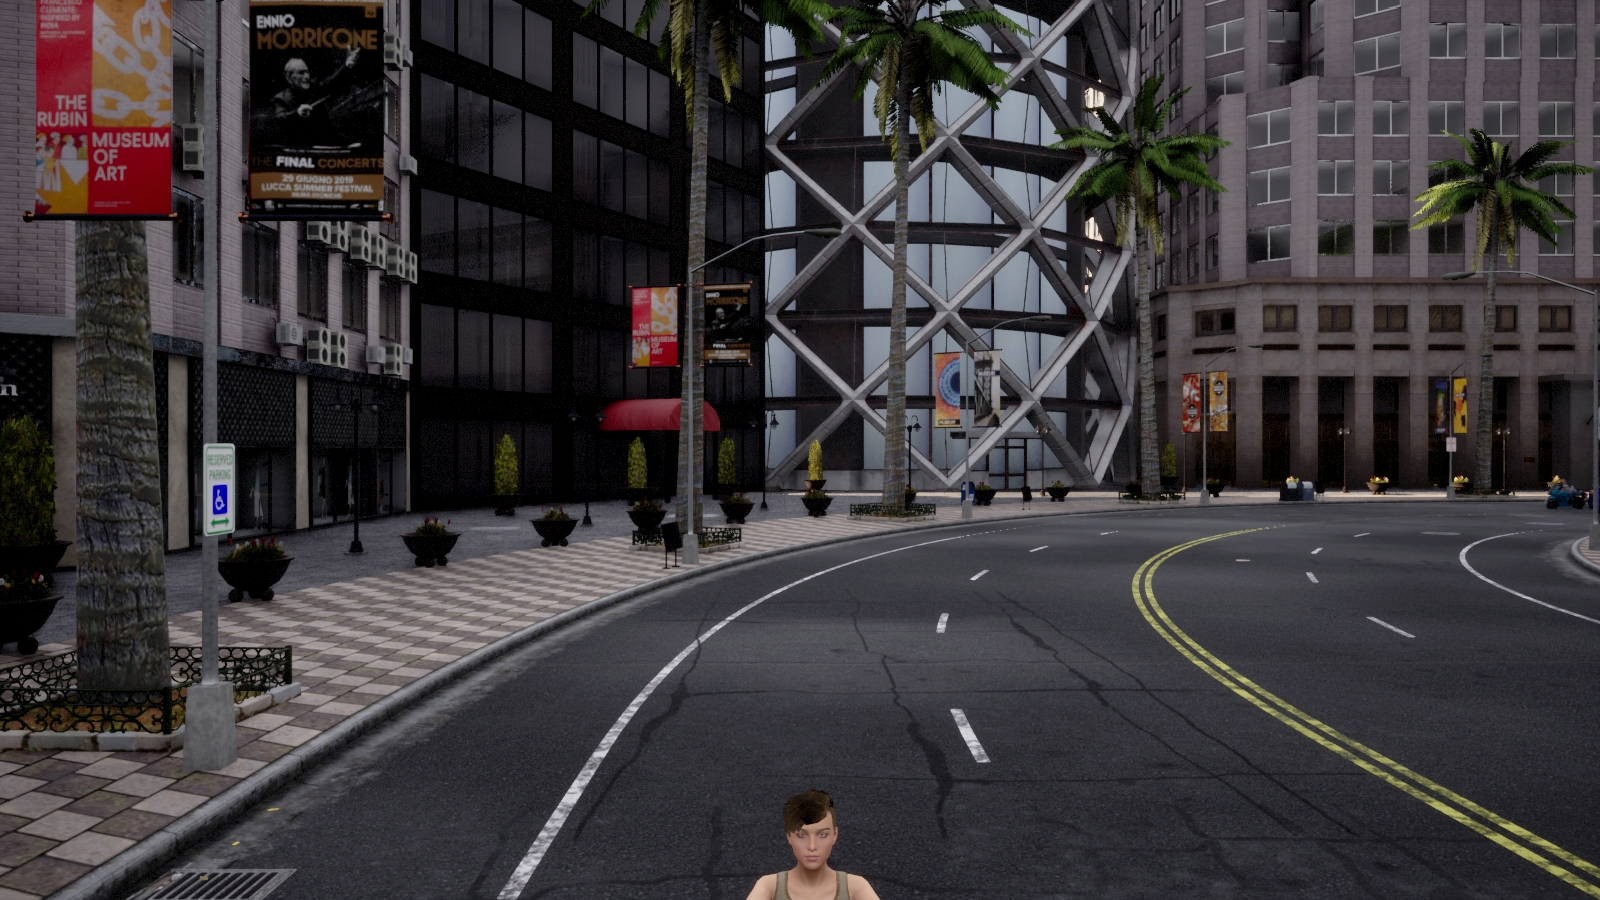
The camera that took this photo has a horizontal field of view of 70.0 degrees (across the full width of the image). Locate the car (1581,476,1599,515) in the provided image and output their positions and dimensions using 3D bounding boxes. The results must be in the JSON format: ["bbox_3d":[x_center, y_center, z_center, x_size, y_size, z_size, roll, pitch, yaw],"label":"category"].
[{"bbox_3d":[36.842,1.968,49.589,4.611,1.667,2.242,0,0,-11],"label":"car"}]

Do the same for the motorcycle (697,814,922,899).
[{"bbox_3d":[0.030,2.170,3.616,0.764,1.277,2.356,0,0,1],"label":"motorcycle"}]
